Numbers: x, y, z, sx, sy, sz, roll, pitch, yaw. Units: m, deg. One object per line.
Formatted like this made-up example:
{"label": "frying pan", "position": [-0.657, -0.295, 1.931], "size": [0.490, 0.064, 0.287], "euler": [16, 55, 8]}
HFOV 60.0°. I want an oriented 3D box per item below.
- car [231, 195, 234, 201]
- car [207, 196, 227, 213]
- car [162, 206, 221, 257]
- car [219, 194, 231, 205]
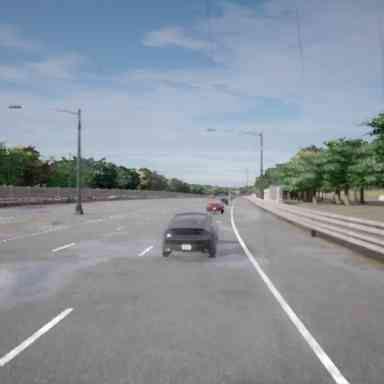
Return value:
{"label": "car", "position": [10.117, 1.730, 92.624], "size": [2.033, 1.411, 5.357], "euler": [0, 0, 8]}
{"label": "car", "position": [2.585, 1.528, 36.581], "size": [1.812, 1.442, 4.674], "euler": [0, 0, 7]}
{"label": "car", "position": [0.056, 1.504, 12.983], "size": [1.837, 1.490, 4.892], "euler": [0, 0, 5]}
{"label": "car", "position": [5.495, 1.537, 59.159], "size": [1.837, 1.490, 4.892], "euler": [0, 0, 8]}
